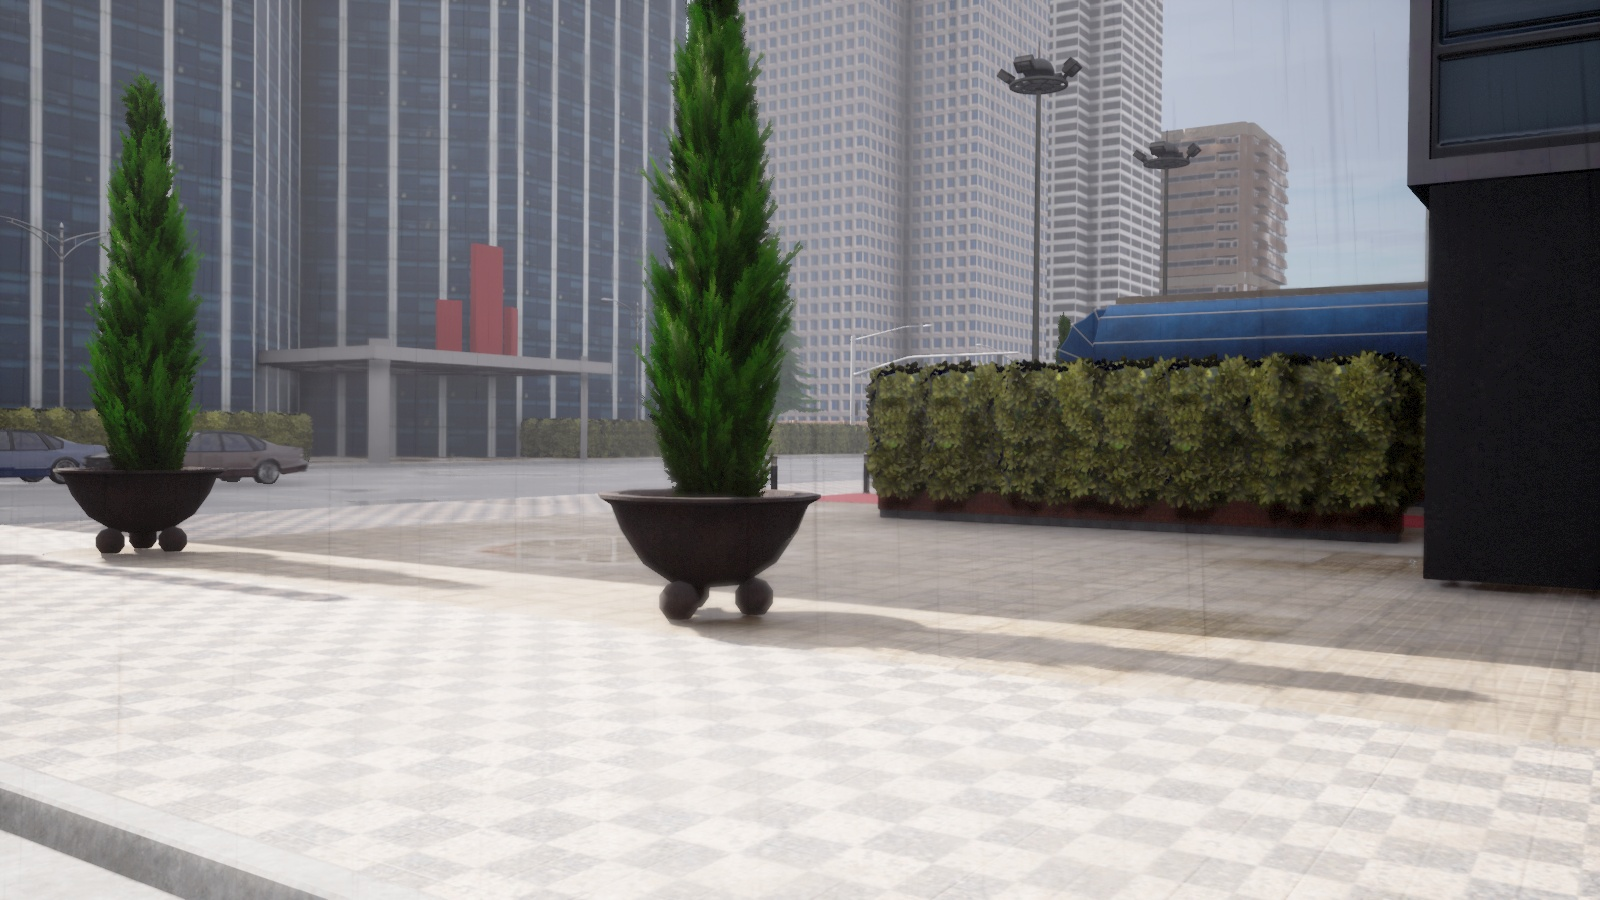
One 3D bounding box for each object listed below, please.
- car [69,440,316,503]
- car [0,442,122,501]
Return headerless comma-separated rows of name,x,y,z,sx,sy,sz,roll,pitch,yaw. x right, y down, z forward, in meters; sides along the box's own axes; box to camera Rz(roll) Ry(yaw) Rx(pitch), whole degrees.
car,-15.306,0.477,31.988,2.033,1.411,5.357,0,1,33
car,-20.038,0.531,31.129,2.033,1.411,5.357,0,1,33
